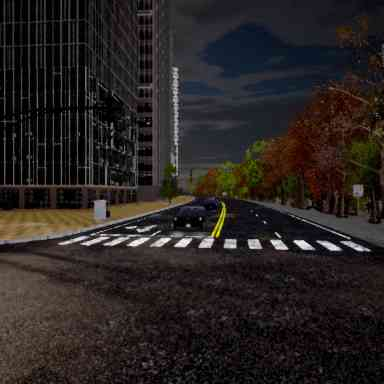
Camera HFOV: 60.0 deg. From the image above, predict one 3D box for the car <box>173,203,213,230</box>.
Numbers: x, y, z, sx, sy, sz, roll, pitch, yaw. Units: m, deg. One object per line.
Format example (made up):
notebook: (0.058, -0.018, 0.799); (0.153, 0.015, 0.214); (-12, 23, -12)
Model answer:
car: (0.039, 1.606, 21.111); (1.895, 1.301, 4.718); (0, 0, 7)

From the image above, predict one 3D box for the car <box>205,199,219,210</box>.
car: (2.494, 1.607, 42.918); (1.895, 1.301, 4.718); (0, 0, 6)
